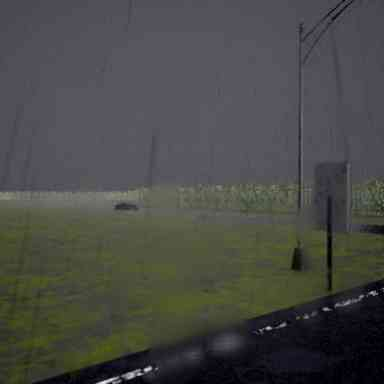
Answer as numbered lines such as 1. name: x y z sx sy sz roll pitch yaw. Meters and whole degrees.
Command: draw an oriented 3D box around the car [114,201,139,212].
1. car: -9.182 2.005 46.455 1.994 1.385 4.181 1 -1 -40
